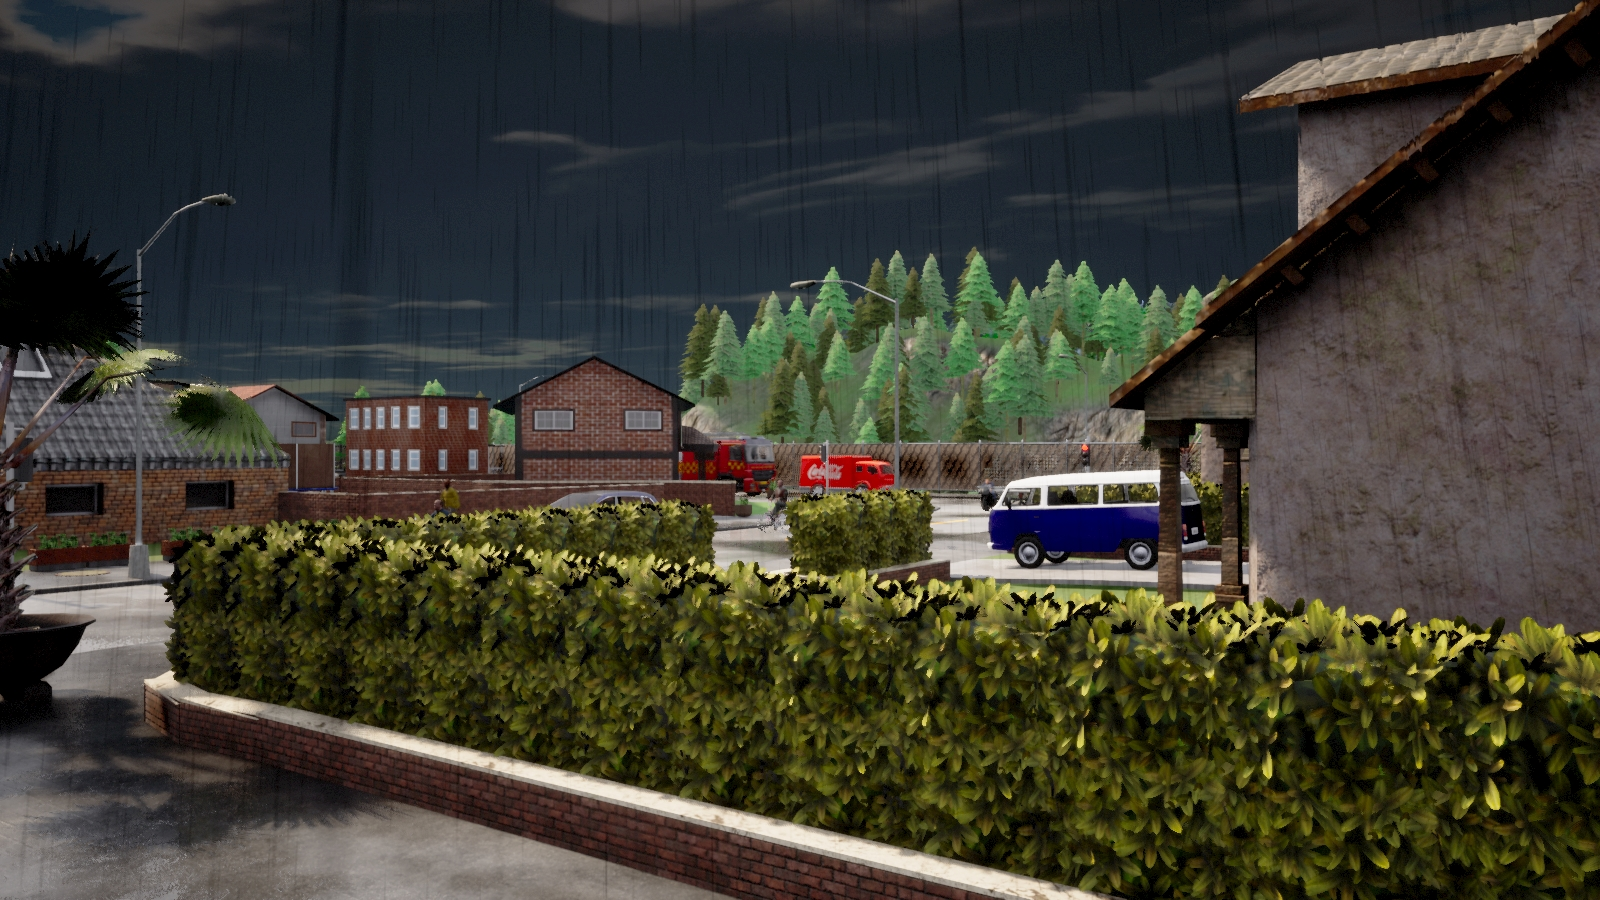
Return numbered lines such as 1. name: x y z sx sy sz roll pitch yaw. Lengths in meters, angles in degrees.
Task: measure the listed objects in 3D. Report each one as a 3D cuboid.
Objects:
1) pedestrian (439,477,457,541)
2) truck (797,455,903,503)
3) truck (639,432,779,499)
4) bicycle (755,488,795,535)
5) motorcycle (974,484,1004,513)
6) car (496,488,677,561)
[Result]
1. pedestrian: -10.388 1.732 33.727 0.375 1.860 0.375 0 0 33
2. truck: 2.722 1.549 62.969 5.204 2.467 2.627 0 0 35
3. truck: -5.560 0.873 68.757 8.468 3.827 2.891 0 0 35
4. bicycle: -0.830 2.051 38.390 0.329 1.471 1.835 0 0 35
5. motorcycle: 8.601 2.177 51.841 0.803 1.199 2.033 -3 -1 23
6. car: -5.756 1.958 31.296 2.242 1.667 4.611 0 0 35
